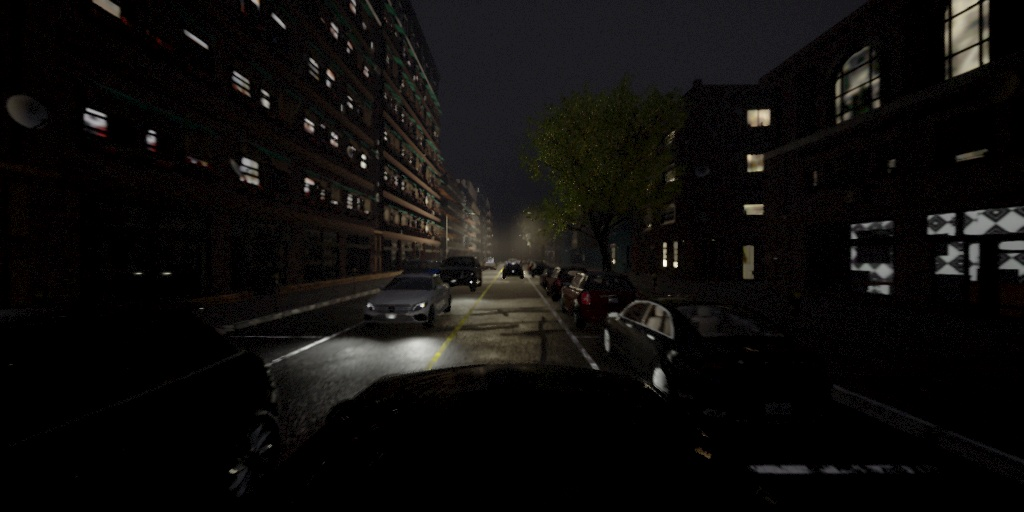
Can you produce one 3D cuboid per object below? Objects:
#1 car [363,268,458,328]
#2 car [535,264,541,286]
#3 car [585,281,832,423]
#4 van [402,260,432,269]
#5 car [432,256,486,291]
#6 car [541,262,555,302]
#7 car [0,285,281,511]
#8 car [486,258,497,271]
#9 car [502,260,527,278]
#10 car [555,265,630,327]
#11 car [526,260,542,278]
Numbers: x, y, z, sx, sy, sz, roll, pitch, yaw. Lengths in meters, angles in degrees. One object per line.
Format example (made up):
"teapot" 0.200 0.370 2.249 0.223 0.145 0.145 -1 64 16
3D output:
"car" -3.100 1.285 11.549 1.812 1.442 4.674 0 0 0
"car" 2.687 1.352 22.884 1.802 1.307 4.207 0 0 0
"car" 2.690 1.304 5.793 2.007 1.370 4.403 0 0 0
"van" -5.694 1.111 22.884 1.690 1.789 3.998 0 0 0
"car" -3.093 0.991 22.180 2.150 2.045 5.566 0 0 1
"car" 2.688 1.204 17.186 1.967 1.591 4.097 0 0 0
"car" -3.072 1.102 1.237 2.097 1.767 4.553 0 0 -1
"car" -3.006 1.372 49.955 2.033 1.411 5.357 0 0 0
"car" 0.096 1.351 34.544 1.994 1.385 4.181 0 0 0
"car" 2.689 1.199 11.490 1.967 1.591 4.097 0 0 0
"car" 2.686 1.337 34.276 2.007 1.370 4.403 0 0 0
